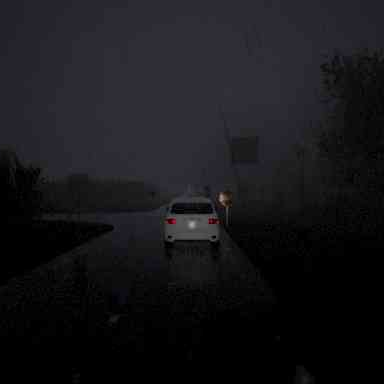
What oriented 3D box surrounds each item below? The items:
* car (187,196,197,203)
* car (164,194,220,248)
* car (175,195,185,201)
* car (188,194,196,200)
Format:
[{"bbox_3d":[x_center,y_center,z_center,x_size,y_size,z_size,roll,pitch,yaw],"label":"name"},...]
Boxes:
[{"bbox_3d":[0.000,1.463,69.361,1.895,1.301,4.718,0,0,0],"label":"car"},{"bbox_3d":[0.000,1.244,14.715,2.150,2.045,5.566,0,0,0],"label":"car"},{"bbox_3d":[-2.750,1.357,76.064,2.033,1.411,5.357,0,0,0],"label":"car"},{"bbox_3d":[0.000,1.193,84.746,1.882,1.535,5.008,0,0,0],"label":"car"}]
